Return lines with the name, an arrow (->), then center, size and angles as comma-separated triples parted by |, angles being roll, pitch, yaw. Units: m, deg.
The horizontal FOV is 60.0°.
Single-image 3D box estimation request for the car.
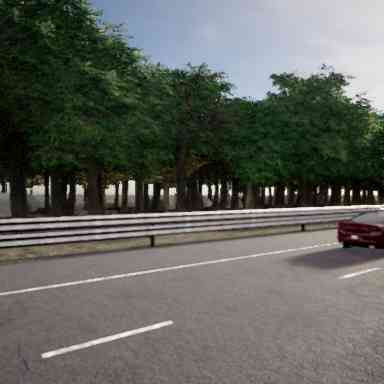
car -> 8.034, 1.536, 13.751 | 5.008, 1.535, 1.882 | 0, 0, -35
